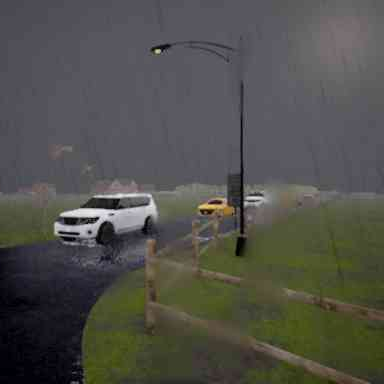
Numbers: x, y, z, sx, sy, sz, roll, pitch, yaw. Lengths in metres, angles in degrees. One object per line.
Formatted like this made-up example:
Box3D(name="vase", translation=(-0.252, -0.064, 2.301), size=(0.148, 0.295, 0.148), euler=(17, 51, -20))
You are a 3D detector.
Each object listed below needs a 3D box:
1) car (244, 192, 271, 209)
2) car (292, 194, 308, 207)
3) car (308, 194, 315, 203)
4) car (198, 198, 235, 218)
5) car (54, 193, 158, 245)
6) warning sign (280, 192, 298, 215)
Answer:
Box3D(name="car", translation=(7.680, 0.960, 38.849), size=(2.150, 2.045, 5.566), euler=(0, 0, 26))
Box3D(name="car", translation=(14.342, 1.297, 45.819), size=(1.895, 1.301, 4.718), euler=(0, 0, 26))
Box3D(name="car", translation=(19.869, 1.122, 57.133), size=(1.882, 1.535, 5.008), euler=(0, 0, 26))
Box3D(name="car", translation=(2.147, 1.279, 27.547), size=(1.882, 1.535, 5.008), euler=(0, 0, 26))
Box3D(name="car", translation=(-3.680, 1.102, 15.495), size=(2.150, 2.045, 5.566), euler=(0, 0, 25))
Box3D(name="warning sign", translation=(8.012, 0.905, 27.490), size=(1.300, 1.860, 1.060), euler=(0, 0, 26))
